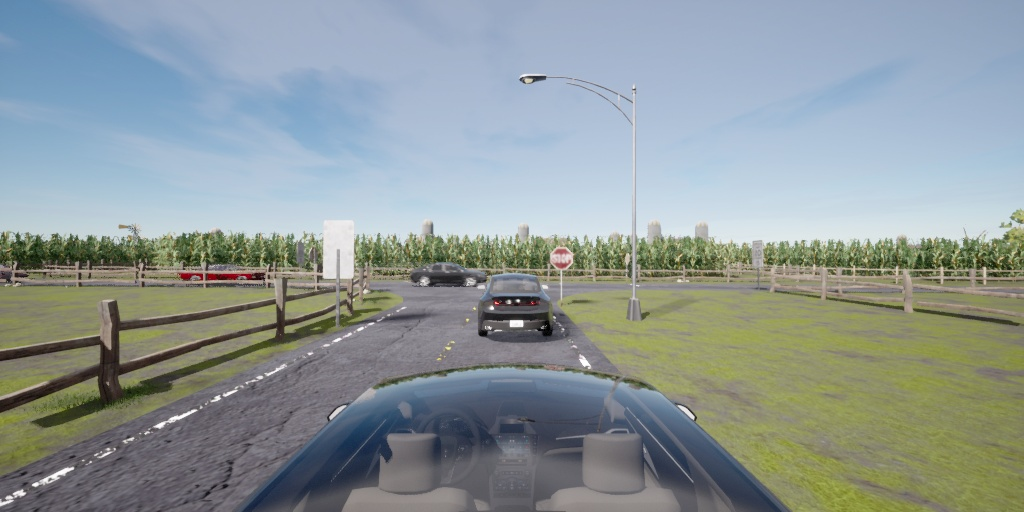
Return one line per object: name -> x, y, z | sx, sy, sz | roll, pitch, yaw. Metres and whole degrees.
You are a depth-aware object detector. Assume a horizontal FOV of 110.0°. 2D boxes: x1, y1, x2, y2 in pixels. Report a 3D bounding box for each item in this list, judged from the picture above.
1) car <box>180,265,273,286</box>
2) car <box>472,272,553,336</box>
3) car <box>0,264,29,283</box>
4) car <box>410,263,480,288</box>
car -> -18.279, 1.211, 23.150 | 4.718, 1.301, 1.895 | 0, -1, 0
car -> 0.041, 1.257, 10.383 | 1.837, 1.490, 4.892 | 0, 0, -1
car -> -34.454, 1.031, 23.207 | 4.674, 1.442, 1.812 | 0, -1, 0
car -> -4.044, 1.225, 23.109 | 4.892, 1.490, 1.837 | 0, -1, 0
